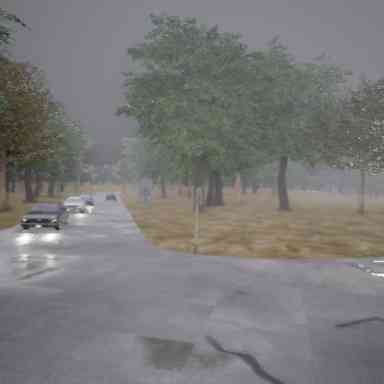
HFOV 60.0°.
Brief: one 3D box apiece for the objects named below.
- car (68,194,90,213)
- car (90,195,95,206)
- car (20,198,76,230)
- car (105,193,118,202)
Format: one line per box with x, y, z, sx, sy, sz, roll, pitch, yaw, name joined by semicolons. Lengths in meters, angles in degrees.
-11.118;1.169;31.568;1.812;1.442;4.674;1;0;-13;car
-13.887;1.041;43.522;1.812;1.442;4.674;1;0;-13;car
-8.211;1.299;19.110;2.033;1.411;5.357;2;0;-13;car
-14.325;0.911;58.947;1.837;1.490;4.892;1;0;-13;car
